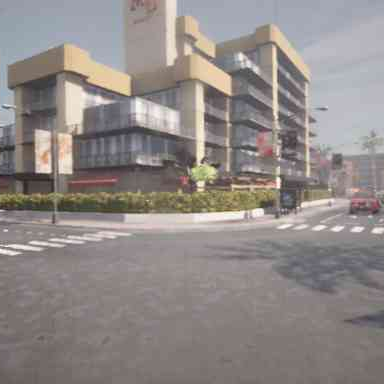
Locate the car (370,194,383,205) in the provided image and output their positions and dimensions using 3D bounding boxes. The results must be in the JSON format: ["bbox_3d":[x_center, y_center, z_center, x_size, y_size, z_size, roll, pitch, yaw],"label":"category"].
[{"bbox_3d":[27.086,1.107,48.080,2.033,1.411,5.357,-1,0,33],"label":"car"}]

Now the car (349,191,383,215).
[{"bbox_3d":[16.219,0.957,31.213,2.150,2.045,5.566,-1,0,33],"label":"car"}]
